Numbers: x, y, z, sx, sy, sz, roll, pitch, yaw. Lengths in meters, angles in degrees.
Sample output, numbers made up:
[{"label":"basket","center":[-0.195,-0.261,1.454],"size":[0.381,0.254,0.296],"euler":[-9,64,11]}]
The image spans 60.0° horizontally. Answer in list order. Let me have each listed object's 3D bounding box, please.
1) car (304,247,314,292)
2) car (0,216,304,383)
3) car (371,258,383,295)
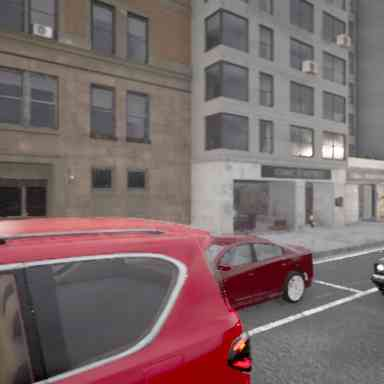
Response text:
[{"label":"car","center":[0.544,1.541,6.576],"size":[4.507,1.381,1.887],"euler":[0,0,-36]},{"label":"car","center":[-2.148,1.224,1.535],"size":[5.566,2.045,2.150],"euler":[0,0,-35]},{"label":"car","center":[5.937,1.592,7.307],"size":[4.718,1.301,1.895],"euler":[0,0,-35]}]
